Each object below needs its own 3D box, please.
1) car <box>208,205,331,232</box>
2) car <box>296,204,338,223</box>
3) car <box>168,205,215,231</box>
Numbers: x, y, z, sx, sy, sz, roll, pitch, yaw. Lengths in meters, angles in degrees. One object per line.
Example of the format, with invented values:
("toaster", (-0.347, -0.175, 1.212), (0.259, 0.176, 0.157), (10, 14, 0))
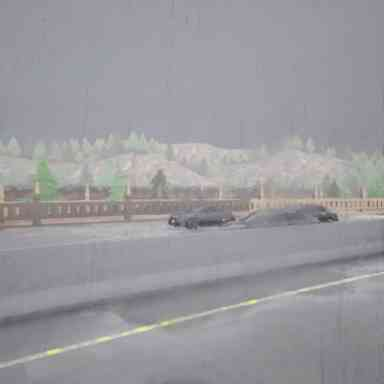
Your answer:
("car", (3.335, 1.487, 14.054), (4.892, 1.490, 1.837), (0, 0, -29))
("car", (6.426, 1.482, 19.629), (4.892, 1.490, 1.837), (0, 0, -26))
("car", (0.653, 1.533, 20.545), (4.181, 1.385, 1.994), (0, 0, -29))
